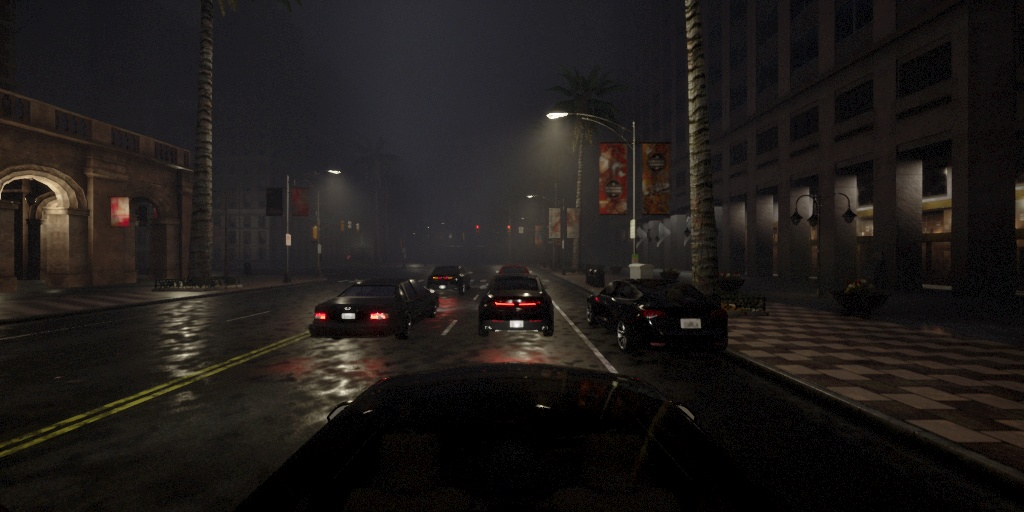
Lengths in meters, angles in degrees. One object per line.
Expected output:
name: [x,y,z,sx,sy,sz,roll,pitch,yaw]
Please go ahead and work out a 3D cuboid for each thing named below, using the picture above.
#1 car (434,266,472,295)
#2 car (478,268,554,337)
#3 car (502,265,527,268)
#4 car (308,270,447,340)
car: [-3.384,1.255,19.855,1.837,1.490,4.892,0,0,0]
car: [0.097,1.254,10.346,1.837,1.490,4.892,0,0,0]
car: [0.111,1.227,19.796,1.882,1.535,5.008,0,0,0]
car: [-3.393,1.297,9.966,2.033,1.411,5.357,0,0,0]
